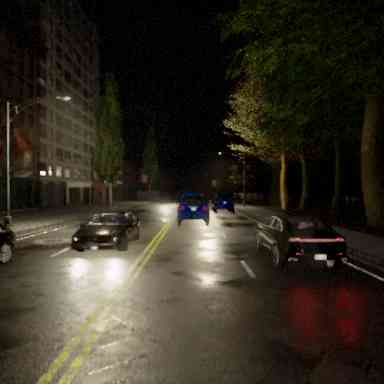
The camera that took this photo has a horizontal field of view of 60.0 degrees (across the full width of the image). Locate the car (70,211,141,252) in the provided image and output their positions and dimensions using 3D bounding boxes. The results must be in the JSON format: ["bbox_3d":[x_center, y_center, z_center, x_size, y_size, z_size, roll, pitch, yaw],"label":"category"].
[{"bbox_3d":[-3.343,1.535,14.052,2.033,1.411,5.357,0,0,0],"label":"car"}]

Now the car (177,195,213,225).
[{"bbox_3d":[0.099,1.209,23.875,2.150,2.045,5.566,0,0,0],"label":"car"}]

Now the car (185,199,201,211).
[{"bbox_3d":[0.097,1.607,42.590,1.895,1.301,4.718,0,0,0],"label":"car"}]

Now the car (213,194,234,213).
[{"bbox_3d":[3.347,1.219,36.584,2.150,2.045,5.566,0,0,0],"label":"car"}]

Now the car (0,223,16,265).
[{"bbox_3d":[-6.598,1.495,8.799,1.837,1.490,4.892,0,0,0],"label":"car"}]

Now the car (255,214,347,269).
[{"bbox_3d":[3.349,1.481,11.080,2.128,1.511,4.902,0,0,0],"label":"car"}]
